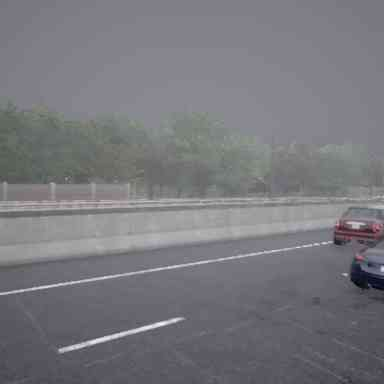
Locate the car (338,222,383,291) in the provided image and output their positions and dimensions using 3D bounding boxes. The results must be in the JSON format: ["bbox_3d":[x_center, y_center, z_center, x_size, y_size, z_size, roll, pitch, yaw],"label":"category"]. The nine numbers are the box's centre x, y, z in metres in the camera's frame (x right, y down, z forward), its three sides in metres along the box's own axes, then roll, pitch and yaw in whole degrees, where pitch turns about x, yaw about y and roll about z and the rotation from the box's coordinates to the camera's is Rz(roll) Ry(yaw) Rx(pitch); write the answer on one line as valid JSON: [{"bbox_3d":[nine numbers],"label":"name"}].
[{"bbox_3d":[5.609,1.548,7.873,4.181,1.385,1.994,0,0,-36],"label":"car"}]

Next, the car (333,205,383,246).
[{"bbox_3d":[7.924,1.323,13.830,4.553,1.767,2.097,0,0,-36],"label":"car"}]
